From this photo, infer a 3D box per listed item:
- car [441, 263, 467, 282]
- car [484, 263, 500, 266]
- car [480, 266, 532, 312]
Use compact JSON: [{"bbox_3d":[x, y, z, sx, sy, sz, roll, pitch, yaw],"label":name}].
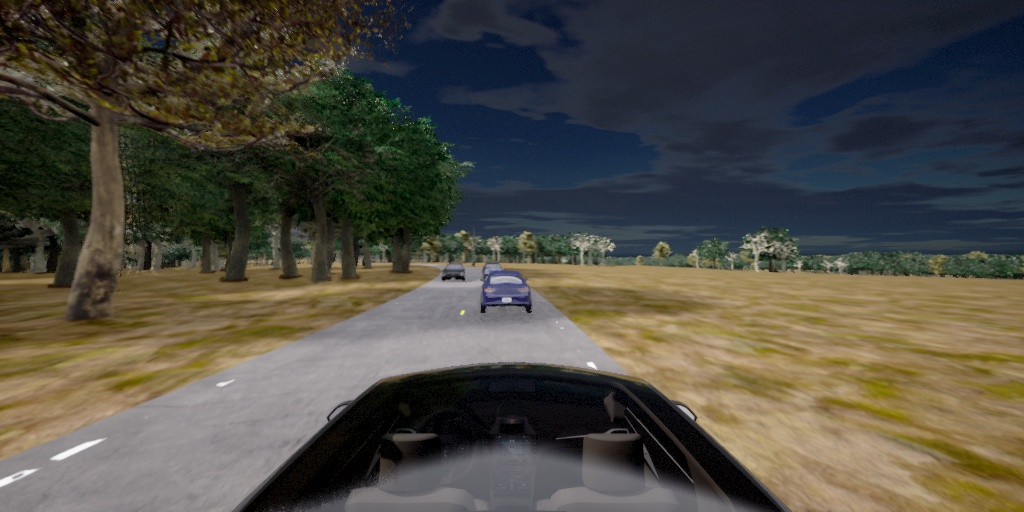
[{"bbox_3d":[-4.674,1.317,29.318,2.033,1.411,5.357,0,0,-6],"label":"car"},{"bbox_3d":[-1.779,1.321,32.126,2.033,1.411,5.357,0,0,-7],"label":"car"},{"bbox_3d":[-0.276,1.279,14.073,1.812,1.442,4.674,0,0,-3],"label":"car"}]
